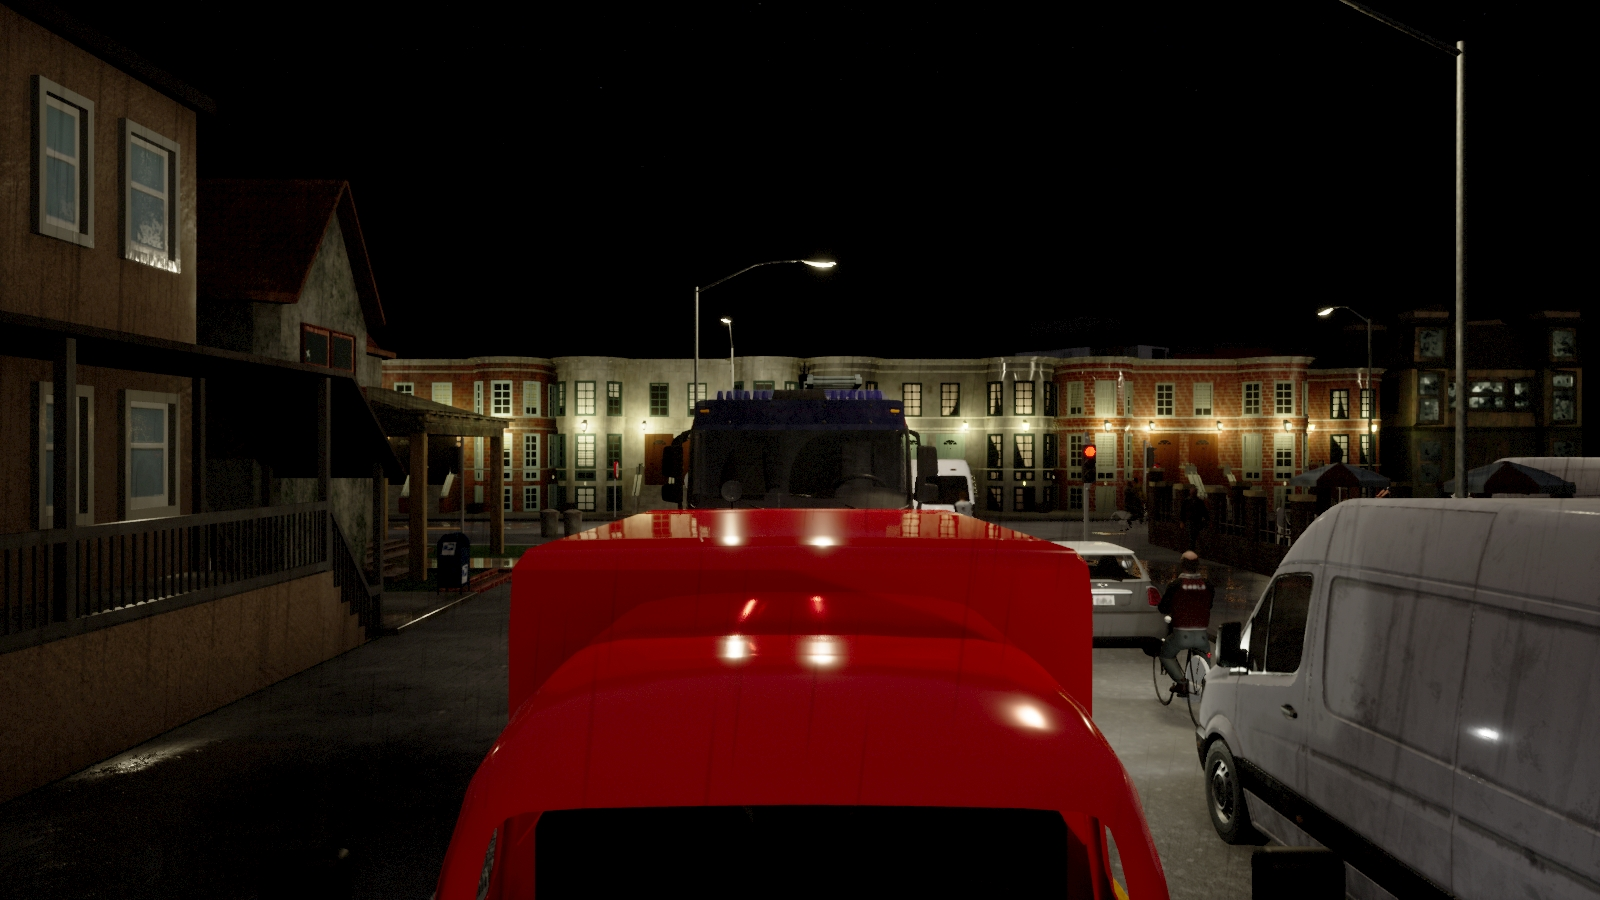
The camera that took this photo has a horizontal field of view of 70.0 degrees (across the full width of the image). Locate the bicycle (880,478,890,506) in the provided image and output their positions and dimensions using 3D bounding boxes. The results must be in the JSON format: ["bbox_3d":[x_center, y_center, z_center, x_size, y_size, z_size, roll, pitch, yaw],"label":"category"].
[{"bbox_3d":[4.005,1.963,53.762,0.329,1.271,1.835,0,0,0],"label":"bicycle"}]

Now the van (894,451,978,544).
[{"bbox_3d":[4.055,1.330,34.965,1.988,2.561,5.915,0,0,1],"label":"van"}]

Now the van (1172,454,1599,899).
[{"bbox_3d":[4.008,1.315,6.278,1.988,2.561,5.915,0,-1,0],"label":"van"}]

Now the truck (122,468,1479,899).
[{"bbox_3d":[-0.002,1.351,4.813,2.627,2.467,5.204,0,0,0],"label":"truck"}]

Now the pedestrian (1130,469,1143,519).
[{"bbox_3d":[12.595,1.647,42.772,0.375,1.860,0.375,0,0,3],"label":"pedestrian"}]

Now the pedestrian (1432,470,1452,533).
[{"bbox_3d":[19.249,1.531,34.253,0.375,1.860,0.375,0,0,0],"label":"pedestrian"}]

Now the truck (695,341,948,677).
[{"bbox_3d":[0.275,0.678,17.256,2.891,3.827,8.468,0,0,0],"label":"truck"}]

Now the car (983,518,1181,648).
[{"bbox_3d":[3.996,1.852,16.834,1.970,1.475,3.806,0,0,0],"label":"car"}]

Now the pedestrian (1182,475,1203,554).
[{"bbox_3d":[9.351,1.530,27.238,0.375,1.860,0.375,0,0,1],"label":"pedestrian"}]
